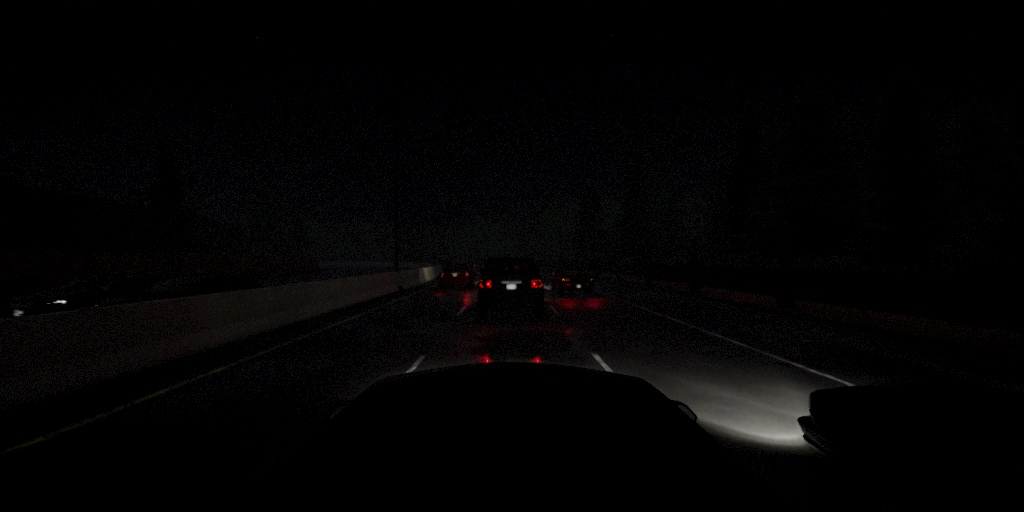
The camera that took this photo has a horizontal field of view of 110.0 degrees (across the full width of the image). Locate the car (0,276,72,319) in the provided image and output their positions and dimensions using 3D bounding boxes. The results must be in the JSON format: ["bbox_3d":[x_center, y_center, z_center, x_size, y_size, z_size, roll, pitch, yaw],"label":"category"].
[{"bbox_3d":[-14.254,1.393,12.793,2.128,1.511,4.902,0,0,-1],"label":"car"}]

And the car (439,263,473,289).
[{"bbox_3d":[-3.713,1.246,24.810,2.097,1.767,4.553,0,0,-3],"label":"car"}]

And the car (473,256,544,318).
[{"bbox_3d":[-0.059,1.033,13.482,2.150,2.045,5.566,0,0,-1],"label":"car"}]

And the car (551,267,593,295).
[{"bbox_3d":[3.338,1.351,20.415,1.812,1.442,4.674,0,0,-1],"label":"car"}]

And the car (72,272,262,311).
[{"bbox_3d":[-10.741,1.352,12.067,1.882,1.535,5.008,0,0,-1],"label":"car"}]

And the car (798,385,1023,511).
[{"bbox_3d":[3.635,1.269,0.859,2.033,1.411,5.357,0,0,-1],"label":"car"}]
